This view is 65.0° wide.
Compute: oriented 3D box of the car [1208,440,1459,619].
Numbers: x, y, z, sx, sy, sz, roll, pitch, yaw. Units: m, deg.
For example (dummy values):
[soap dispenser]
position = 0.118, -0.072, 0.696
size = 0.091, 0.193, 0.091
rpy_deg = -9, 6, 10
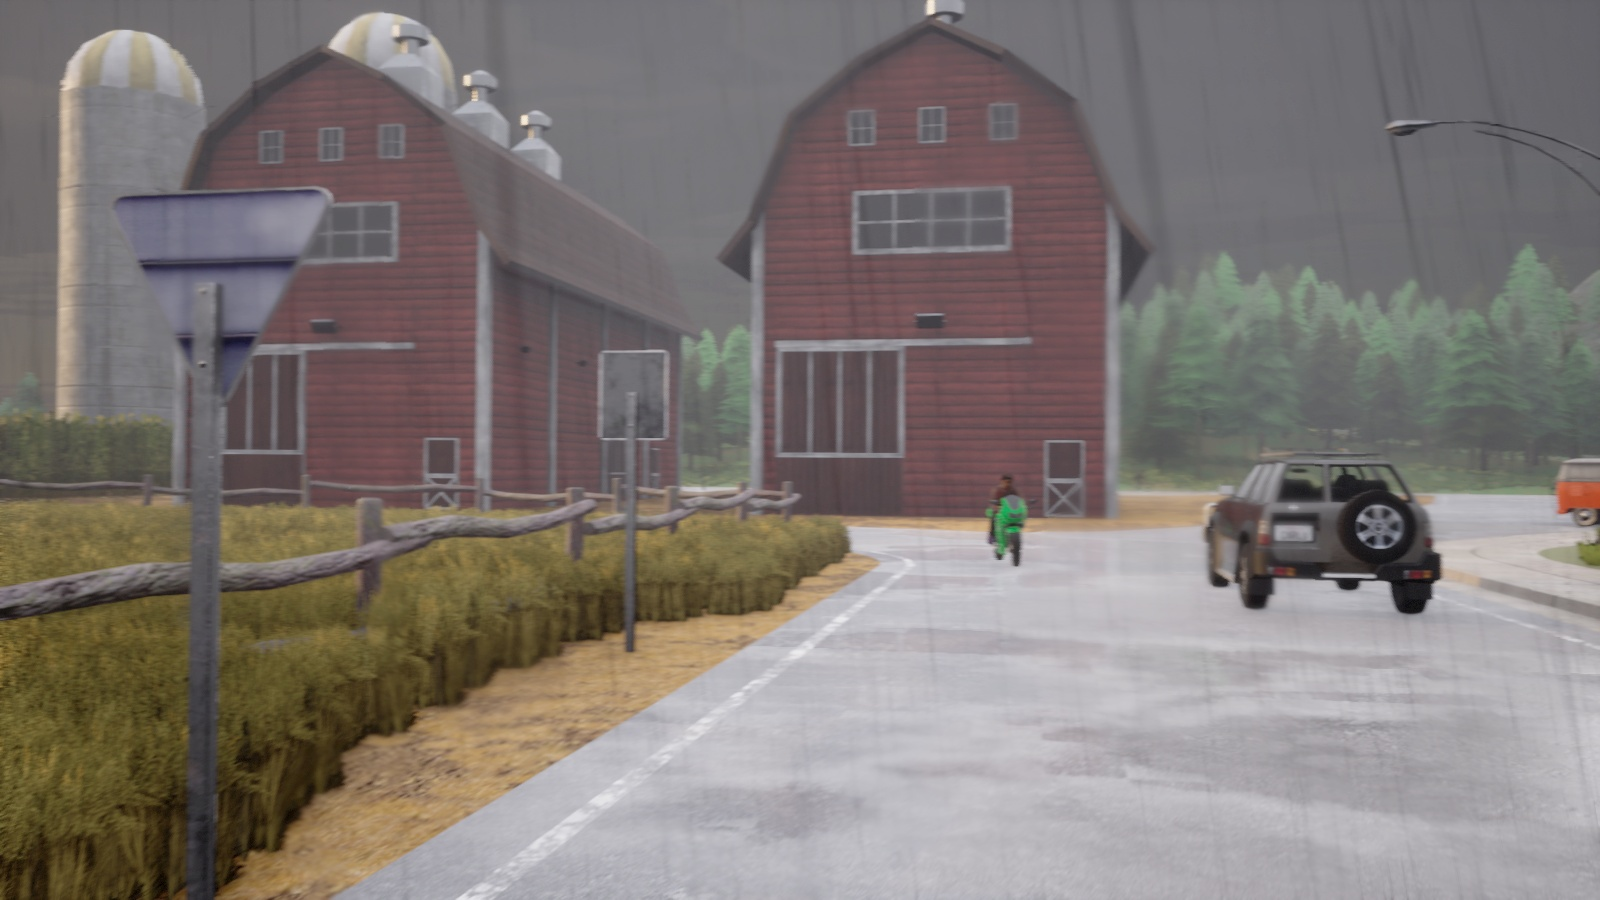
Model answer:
[car]
position = 6.318, 0.864, 15.459
size = 1.932, 1.855, 4.605
rpy_deg = 0, -1, 11

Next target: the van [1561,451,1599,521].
[van]
position = 23.958, 1.014, 34.940
size = 1.775, 1.987, 4.442
rpy_deg = 1, -1, -39

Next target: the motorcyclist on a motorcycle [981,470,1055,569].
[motorcyclist on a motorcycle]
position = 3.594, 1.114, 20.871
size = 0.797, 1.523, 2.044
rpy_deg = -1, -1, -1
